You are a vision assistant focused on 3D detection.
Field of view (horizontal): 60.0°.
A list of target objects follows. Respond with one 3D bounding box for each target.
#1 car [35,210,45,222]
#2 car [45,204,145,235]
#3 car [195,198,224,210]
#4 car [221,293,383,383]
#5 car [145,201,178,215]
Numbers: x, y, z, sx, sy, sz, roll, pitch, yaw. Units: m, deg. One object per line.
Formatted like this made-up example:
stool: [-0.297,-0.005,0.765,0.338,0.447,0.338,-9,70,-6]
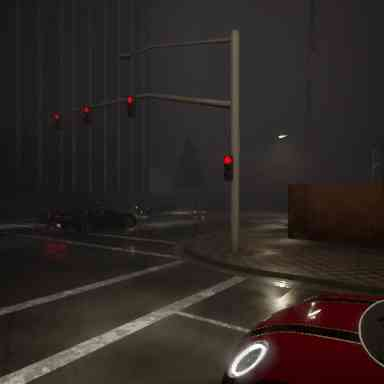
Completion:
car: [-9.341,1.601,25.468,1.895,1.301,4.718,0,0,35]
car: [-5.344,1.491,18.955,2.128,1.511,4.902,0,0,38]
car: [2.283,1.491,41.835,2.128,1.511,4.902,0,0,36]
car: [2.429,1.352,2.225,4.553,1.767,2.097,0,0,36]
car: [-3.560,1.601,33.624,1.895,1.301,4.718,0,0,35]
